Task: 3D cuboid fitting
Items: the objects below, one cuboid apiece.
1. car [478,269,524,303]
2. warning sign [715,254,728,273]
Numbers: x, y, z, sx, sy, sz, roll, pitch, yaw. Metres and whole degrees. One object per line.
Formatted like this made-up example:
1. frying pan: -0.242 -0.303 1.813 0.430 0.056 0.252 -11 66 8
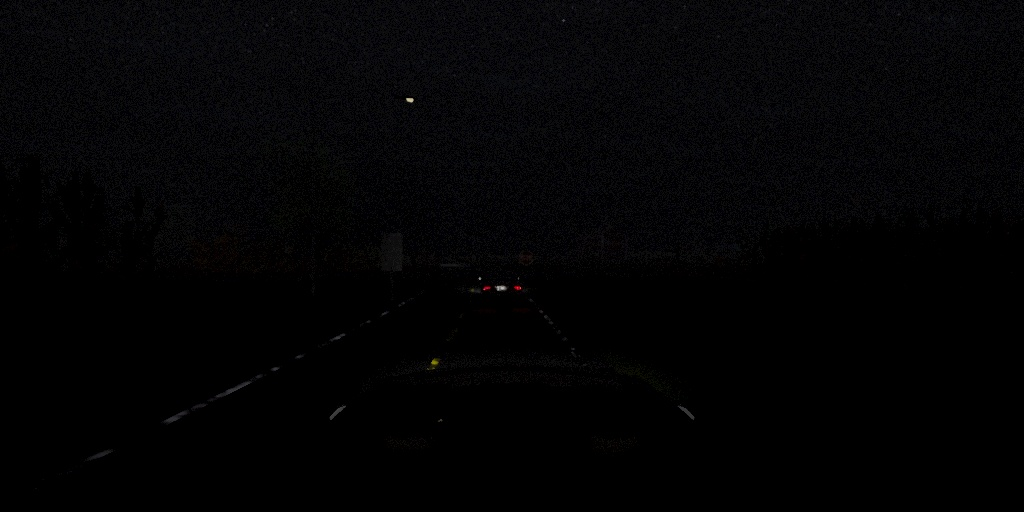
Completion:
1. car: -0.557 1.323 16.622 2.033 1.411 5.357 0 0 -4
2. warning sign: 20.724 0.721 35.781 1.060 1.860 1.300 0 0 -9
